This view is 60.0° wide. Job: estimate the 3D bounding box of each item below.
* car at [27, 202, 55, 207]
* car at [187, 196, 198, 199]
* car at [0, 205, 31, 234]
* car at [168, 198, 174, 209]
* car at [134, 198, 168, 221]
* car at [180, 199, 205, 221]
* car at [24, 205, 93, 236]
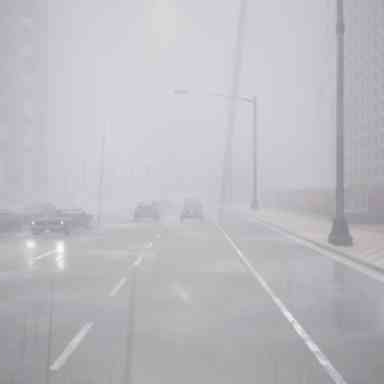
[{"bbox_3d":[-10.545,1.465,22.762,1.882,1.535,5.008,0,0,0],"label":"car"},{"bbox_3d":[0.084,1.328,43.385,2.097,1.767,4.553,0,0,0],"label":"car"},{"bbox_3d":[-10.492,1.571,17.210,1.994,1.385,4.181,0,0,0],"label":"car"},{"bbox_3d":[-3.416,1.468,43.406,2.128,1.511,4.902,0,0,0],"label":"car"},{"bbox_3d":[-3.468,1.478,26.968,2.128,1.511,4.902,0,0,0],"label":"car"},{"bbox_3d":[0.026,1.533,26.789,2.033,1.411,5.357,0,0,1],"label":"car"},{"bbox_3d":[-7.072,1.591,18.449,1.895,1.301,4.718,0,0,0],"label":"car"}]
